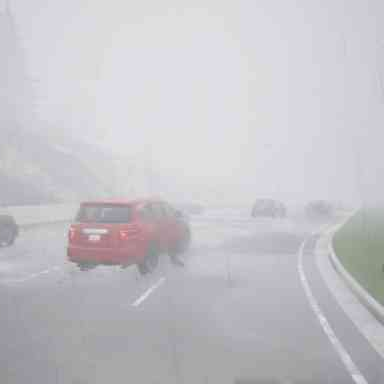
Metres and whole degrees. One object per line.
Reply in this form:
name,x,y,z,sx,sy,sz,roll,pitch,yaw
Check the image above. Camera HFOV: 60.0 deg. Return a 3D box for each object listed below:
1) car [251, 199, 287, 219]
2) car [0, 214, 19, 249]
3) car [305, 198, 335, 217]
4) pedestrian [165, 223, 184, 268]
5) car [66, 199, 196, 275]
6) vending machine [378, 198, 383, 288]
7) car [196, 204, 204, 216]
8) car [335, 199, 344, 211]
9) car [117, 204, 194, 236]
car,6.759,1.352,28.882,2.097,1.767,4.553,0,0,28
car,-8.836,1.221,11.775,2.150,2.045,5.566,0,0,14
car,11.837,1.505,30.965,1.837,1.490,4.892,0,0,29
pedestrian,-0.557,1.294,9.922,0.375,1.860,0.375,0,0,15
car,-1.702,1.221,10.808,2.150,2.045,5.566,0,0,15
vending machine,5.034,1.195,7.669,1.100,2.100,0.880,0,0,14
car,-0.644,1.491,29.986,2.128,1.511,4.902,0,0,29
car,17.535,1.525,41.308,1.812,1.442,4.674,0,0,31
car,-1.974,1.548,19.821,2.033,1.411,5.357,0,0,26
